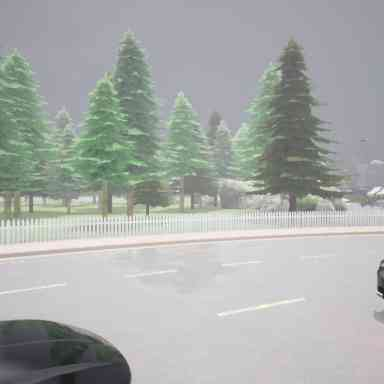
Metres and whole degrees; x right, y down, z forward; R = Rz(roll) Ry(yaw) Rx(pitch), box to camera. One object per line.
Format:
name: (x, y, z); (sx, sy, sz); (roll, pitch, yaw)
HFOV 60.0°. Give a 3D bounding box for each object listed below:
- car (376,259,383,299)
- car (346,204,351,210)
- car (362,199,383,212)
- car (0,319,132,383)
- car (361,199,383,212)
car: (5.653, 1.492, 6.125); (4.902, 1.511, 2.128); (0, 0, -23)
car: (19.290, 1.277, 45.247); (2.150, 2.045, 5.566); (0, 0, -4)
car: (19.859, 1.619, 36.075); (1.994, 1.385, 4.181); (0, 0, -3)
car: (-2.700, 1.478, 1.637); (5.008, 1.535, 1.882); (0, 0, -36)
car: (23.056, 1.581, 41.129); (1.812, 1.442, 4.674); (0, 0, -4)
